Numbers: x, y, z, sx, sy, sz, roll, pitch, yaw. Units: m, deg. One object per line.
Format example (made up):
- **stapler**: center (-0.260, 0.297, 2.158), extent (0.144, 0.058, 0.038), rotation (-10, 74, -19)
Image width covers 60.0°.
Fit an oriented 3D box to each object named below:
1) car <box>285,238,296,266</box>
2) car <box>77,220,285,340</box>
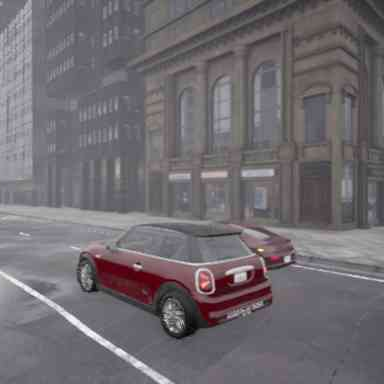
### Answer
- **car**: center (0.946, 1.620, 10.514), extent (1.812, 1.442, 4.674), rotation (0, 0, -44)
- **car**: center (-0.651, 1.426, 7.133), extent (2.097, 1.767, 4.553), rotation (1, 0, -44)
